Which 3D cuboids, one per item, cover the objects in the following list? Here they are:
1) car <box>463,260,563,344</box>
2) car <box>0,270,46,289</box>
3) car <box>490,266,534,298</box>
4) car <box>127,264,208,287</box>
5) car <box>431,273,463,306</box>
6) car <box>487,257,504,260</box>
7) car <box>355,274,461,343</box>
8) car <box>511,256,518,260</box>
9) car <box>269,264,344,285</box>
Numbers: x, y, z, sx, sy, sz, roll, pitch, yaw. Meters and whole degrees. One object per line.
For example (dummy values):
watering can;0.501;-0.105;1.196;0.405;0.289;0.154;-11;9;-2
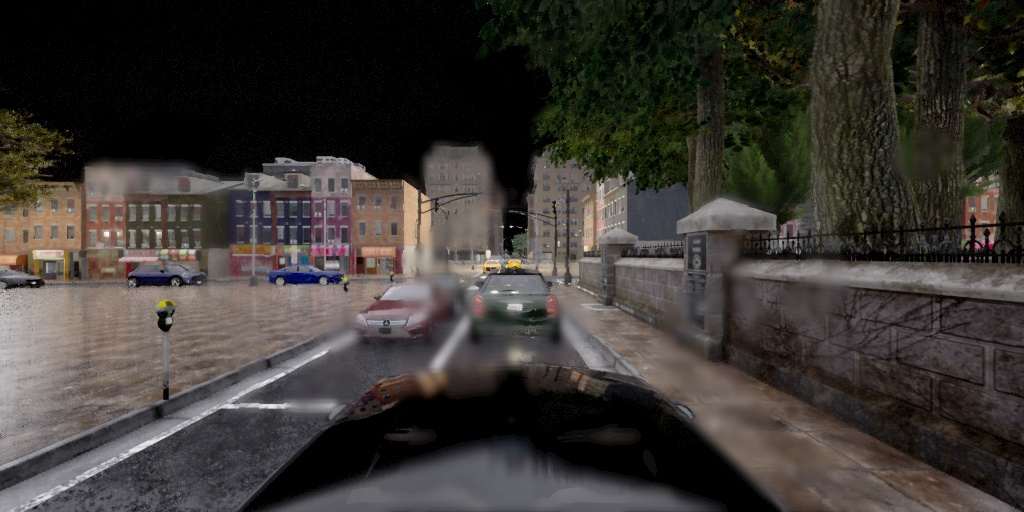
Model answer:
car;0.074;1.102;9.714;2.097;1.767;4.553;0;0;0
car;-37.208;1.728;26.103;4.892;1.490;1.837;0;0;0
car;-0.143;1.314;19.158;1.994;1.385;4.181;0;0;-5
car;-24.965;1.378;26.128;4.553;1.767;2.097;-1;0;0
car;-2.638;1.315;13.262;1.948;1.339;4.313;0;0;0
car;-2.275;1.220;41.529;1.882;1.535;5.008;0;0;1
car;-2.638;1.332;9.600;1.802;1.307;4.207;0;0;0
car;0.397;1.217;58.351;1.882;1.535;5.008;0;0;0
car;-14.888;1.373;26.160;5.008;1.535;1.882;-1;0;0
